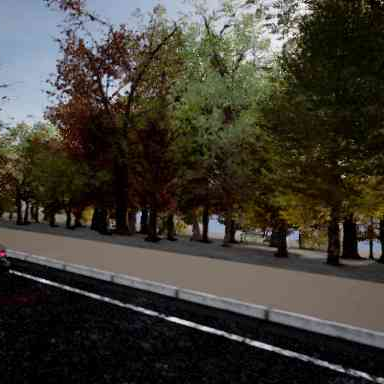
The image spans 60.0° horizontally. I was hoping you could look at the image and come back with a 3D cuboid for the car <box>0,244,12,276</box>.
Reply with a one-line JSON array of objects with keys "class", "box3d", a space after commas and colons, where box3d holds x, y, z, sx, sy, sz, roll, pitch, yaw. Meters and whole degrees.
[{"class": "car", "box3d": [-6.701, 1.457, 8.464, 5.357, 1.411, 2.033, 1, 0, 35]}]
